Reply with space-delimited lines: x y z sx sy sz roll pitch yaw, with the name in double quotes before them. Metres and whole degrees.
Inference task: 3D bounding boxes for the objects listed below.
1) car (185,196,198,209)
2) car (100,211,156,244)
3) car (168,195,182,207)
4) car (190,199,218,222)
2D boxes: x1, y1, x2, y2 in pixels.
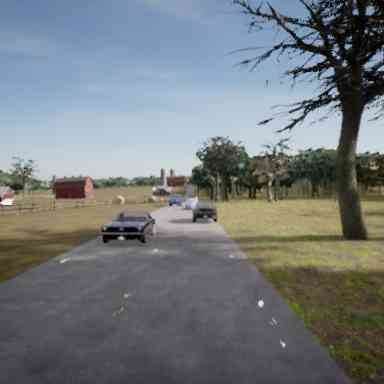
"car" 0.017 1.652 47.079 1.812 1.442 4.674 0 0 0
"car" -2.851 1.576 15.709 1.895 1.301 4.718 0 0 0
"car" -2.812 1.443 57.028 2.150 2.045 5.566 0 -1 1
"car" 0.958 1.514 26.151 1.837 1.490 4.892 0 0 0
